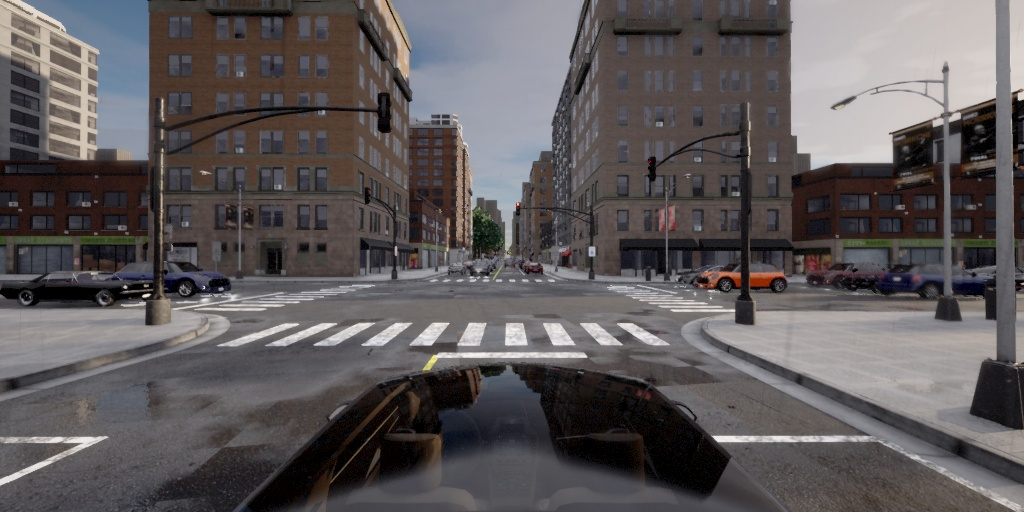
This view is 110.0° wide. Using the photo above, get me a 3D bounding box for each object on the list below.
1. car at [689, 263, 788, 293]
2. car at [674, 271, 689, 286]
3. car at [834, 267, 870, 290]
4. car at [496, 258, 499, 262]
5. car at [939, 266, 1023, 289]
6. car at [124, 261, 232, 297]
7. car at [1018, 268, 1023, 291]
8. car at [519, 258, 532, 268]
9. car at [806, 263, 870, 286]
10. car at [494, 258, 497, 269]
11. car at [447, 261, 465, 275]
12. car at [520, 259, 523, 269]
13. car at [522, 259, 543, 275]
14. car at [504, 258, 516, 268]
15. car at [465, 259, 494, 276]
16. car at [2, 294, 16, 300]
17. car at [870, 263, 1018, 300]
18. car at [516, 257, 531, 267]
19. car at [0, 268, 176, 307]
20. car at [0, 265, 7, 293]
[{"bbox_3d":[13.391,1.181,21.130,4.553,1.767,2.097,0,0,0],"label":"car"},{"bbox_3d":[13.691,1.348,24.398,4.902,1.511,2.128,0,0,0],"label":"car"},{"bbox_3d":[22.377,1.470,21.199,4.718,1.301,1.895,0,0,-1],"label":"car"},{"bbox_3d":[-3.487,1.322,57.744,1.837,1.490,4.892,0,0,0],"label":"car"},{"bbox_3d":[32.769,1.447,24.524,4.892,1.490,1.837,0,0,0],"label":"car"},{"bbox_3d":[-16.447,1.024,17.470,4.553,1.767,2.097,0,0,-1],"label":"car"},{"bbox_3d":[32.316,1.478,21.271,4.181,1.385,1.994,0,0,-1],"label":"car"},{"bbox_3d":[2.334,1.326,51.091,1.751,1.417,4.829,0,0,-1],"label":"car"},{"bbox_3d":[22.885,1.249,24.453,4.553,1.767,2.097,0,0,-1],"label":"car"},{"bbox_3d":[-3.376,1.340,47.363,2.033,1.411,5.357,0,0,-1],"label":"car"},{"bbox_3d":[-6.064,1.330,39.814,2.007,1.370,4.403,0,0,-1],"label":"car"},{"bbox_3d":[2.399,1.355,45.414,1.948,1.339,4.313,0,0,-1],"label":"car"},{"bbox_3d":[2.461,1.325,39.907,1.888,1.381,4.507,0,0,-1],"label":"car"},{"bbox_3d":[-0.384,1.328,64.298,2.128,1.511,4.902,0,0,-1],"label":"car"},{"bbox_3d":[-3.265,1.268,37.307,2.128,1.511,4.902,0,0,0],"label":"car"},{"bbox_3d":[-5.855,1.190,1.453,1.967,1.591,4.097,0,0,0],"label":"car"},{"bbox_3d":[21.157,1.187,17.740,4.553,1.767,2.097,0,0,0],"label":"car"},{"bbox_3d":[2.273,1.128,56.427,2.192,1.841,5.009,0,0,-1],"label":"car"},{"bbox_3d":[-16.666,1.246,14.185,4.718,1.301,1.895,0,0,0],"label":"car"},{"bbox_3d":[-28.560,1.173,17.351,5.357,1.411,2.033,0,0,0],"label":"car"}]
